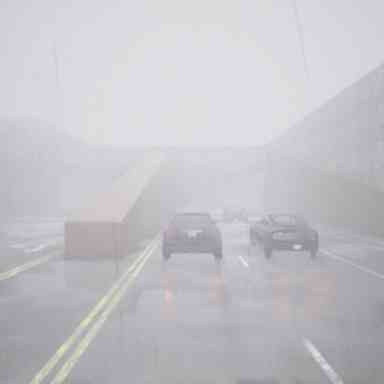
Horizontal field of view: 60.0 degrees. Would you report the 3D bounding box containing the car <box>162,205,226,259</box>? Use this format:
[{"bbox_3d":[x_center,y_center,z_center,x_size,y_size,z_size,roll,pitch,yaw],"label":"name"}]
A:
[{"bbox_3d":[0.023,1.500,13.407,2.097,1.767,4.553,0,-1,1],"label":"car"}]

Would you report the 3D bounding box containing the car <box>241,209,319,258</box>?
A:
[{"bbox_3d":[3.523,1.643,13.483,2.128,1.511,4.902,0,0,1],"label":"car"}]

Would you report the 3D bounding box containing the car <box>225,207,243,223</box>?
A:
[{"bbox_3d":[3.517,1.914,28.231,1.895,1.301,4.718,0,-1,0],"label":"car"}]

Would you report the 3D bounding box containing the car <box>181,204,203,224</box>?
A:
[{"bbox_3d":[0.024,1.845,28.885,1.812,1.442,4.674,0,0,1],"label":"car"}]
